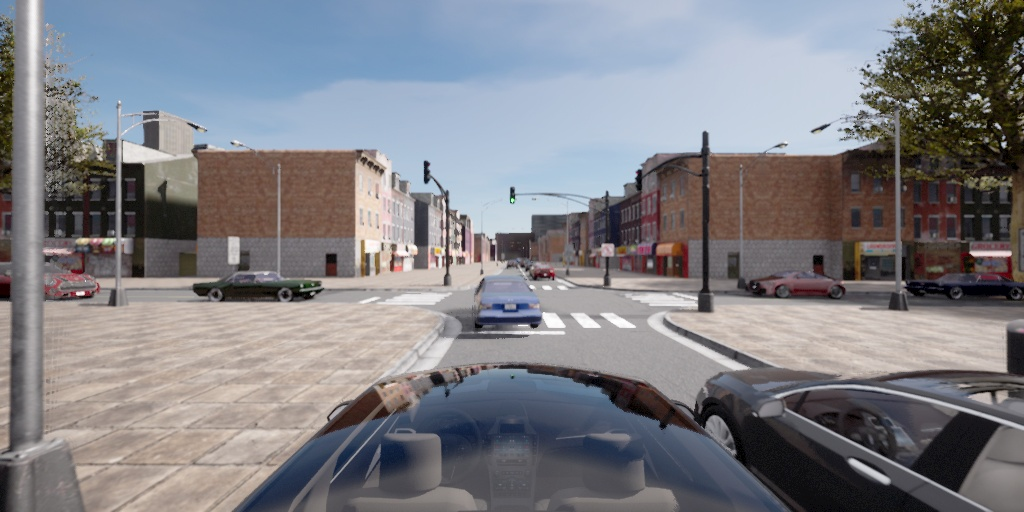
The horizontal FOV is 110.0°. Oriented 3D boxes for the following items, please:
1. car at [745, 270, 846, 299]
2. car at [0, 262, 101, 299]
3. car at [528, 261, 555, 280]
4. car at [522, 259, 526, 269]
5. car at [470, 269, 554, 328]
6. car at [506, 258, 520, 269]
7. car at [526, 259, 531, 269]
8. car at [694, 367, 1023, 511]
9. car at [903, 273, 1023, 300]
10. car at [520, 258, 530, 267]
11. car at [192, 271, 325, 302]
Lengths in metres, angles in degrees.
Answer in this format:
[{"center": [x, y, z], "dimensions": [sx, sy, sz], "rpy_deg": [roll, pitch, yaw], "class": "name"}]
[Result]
[{"center": [14.559, 1.429, 18.560], "dimensions": [4.181, 1.385, 1.994], "rpy_deg": [0, 0, 1], "class": "car"}, {"center": [-21.289, 1.064, 15.848], "dimensions": [4.553, 1.767, 2.097], "rpy_deg": [0, 0, 0], "class": "car"}, {"center": [2.659, 1.348, 30.859], "dimensions": [1.888, 1.381, 4.507], "rpy_deg": [0, 0, 0], "class": "car"}, {"center": [2.672, 1.424, 47.897], "dimensions": [1.948, 1.339, 4.313], "rpy_deg": [0, 0, 0], "class": "car"}, {"center": [-0.313, 1.309, 11.416], "dimensions": [2.033, 1.411, 5.357], "rpy_deg": [0, 0, -6], "class": "car"}, {"center": [0.043, 1.416, 60.165], "dimensions": [1.837, 1.490, 4.892], "rpy_deg": [0, 0, 0], "class": "car"}, {"center": [2.663, 1.344, 36.708], "dimensions": [1.751, 1.417, 4.829], "rpy_deg": [0, 0, 0], "class": "car"}, {"center": [2.638, 1.300, 1.829], "dimensions": [2.007, 1.370, 4.403], "rpy_deg": [0, 0, 0], "class": "car"}, {"center": [23.394, 1.529, 18.497], "dimensions": [4.718, 1.301, 1.895], "rpy_deg": [0, 0, 0], "class": "car"}, {"center": [2.684, 1.501, 64.934], "dimensions": [1.948, 1.339, 4.313], "rpy_deg": [0, 0, 0], "class": "car"}, {"center": [-10.955, 1.330, 15.776], "dimensions": [4.718, 1.301, 1.895], "rpy_deg": [0, 0, 0], "class": "car"}]
